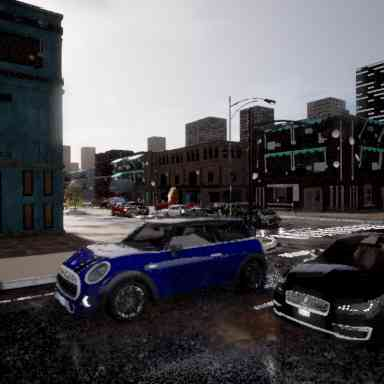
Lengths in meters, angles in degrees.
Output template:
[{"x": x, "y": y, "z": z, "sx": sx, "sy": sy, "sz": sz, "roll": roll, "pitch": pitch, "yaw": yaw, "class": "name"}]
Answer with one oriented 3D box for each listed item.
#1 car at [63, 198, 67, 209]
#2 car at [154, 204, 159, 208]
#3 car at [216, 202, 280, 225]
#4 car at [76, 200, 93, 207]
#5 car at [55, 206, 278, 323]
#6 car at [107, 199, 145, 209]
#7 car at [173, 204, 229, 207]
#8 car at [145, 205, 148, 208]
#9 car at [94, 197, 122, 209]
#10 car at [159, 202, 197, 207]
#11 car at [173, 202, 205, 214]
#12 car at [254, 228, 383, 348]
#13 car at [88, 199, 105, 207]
[{"x": -23.129, "y": 2.233, "z": 58.388, "sx": 1.752, "sy": 1.417, "sz": 4.829, "roll": -1, "pitch": 0, "yaw": -35, "class": "car"}, {"x": -3.583, "y": 1.966, "z": 45.316, "sx": 1.802, "sy": 1.307, "sz": 4.206, "roll": -2, "pitch": 0, "yaw": -35, "class": "car"}, {"x": 4.189, "y": 1.547, "z": 24.246, "sx": 2.097, "sy": 1.767, "sz": 4.553, "roll": -1, "pitch": 0, "yaw": -34, "class": "car"}, {"x": -21.604, "y": 2.307, "z": 66.261, "sx": 1.895, "sy": 1.301, "sz": 4.718, "roll": -1, "pitch": 0, "yaw": -35, "class": "car"}, {"x": -0.511, "y": 1.351, "z": 7.305, "sx": 4.553, "sy": 1.767, "sz": 2.097, "roll": 0, "pitch": 0, "yaw": -35, "class": "car"}, {"x": -7.219, "y": 1.846, "z": 35.952, "sx": 1.967, "sy": 1.590, "sz": 4.097, "roll": -1, "pitch": 0, "yaw": -35, "class": "car"}, {"x": 0.713, "y": 1.814, "z": 24.563, "sx": 1.947, "sy": 1.339, "sz": 4.313, "roll": -1, "pitch": 0, "yaw": -35, "class": "car"}, {"x": -6.814, "y": 1.918, "z": 39.890, "sx": 1.837, "sy": 1.490, "sz": 4.892, "roll": -1, "pitch": 0, "yaw": -35, "class": "car"}, {"x": -14.082, "y": 2.060, "z": 55.652, "sx": 2.128, "sy": 1.511, "sz": 4.902, "roll": -1, "pitch": 0, "yaw": -35, "class": "car"}, {"x": -0.906, "y": 1.898, "z": 31.549, "sx": 1.895, "sy": 1.301, "sz": 4.718, "roll": -1, "pitch": 0, "yaw": -35, "class": "car"}, {"x": -0.381, "y": 1.903, "z": 40.802, "sx": 1.802, "sy": 1.307, "sz": 4.206, "roll": -2, "pitch": 0, "yaw": -35, "class": "car"}, {"x": 3.610, "y": 1.503, "z": 6.249, "sx": 4.892, "sy": 1.490, "sz": 1.837, "roll": 0, "pitch": 0, "yaw": -35, "class": "car"}, {"x": -19.594, "y": 2.228, "z": 67.891, "sx": 1.887, "sy": 1.381, "sz": 4.507, "roll": -1, "pitch": 0, "yaw": -35, "class": "car"}]
